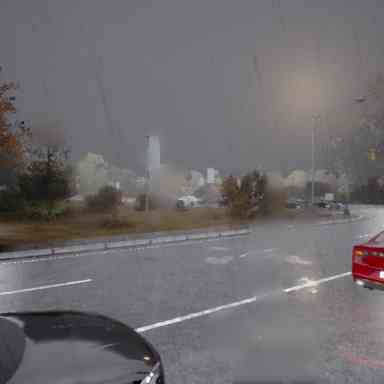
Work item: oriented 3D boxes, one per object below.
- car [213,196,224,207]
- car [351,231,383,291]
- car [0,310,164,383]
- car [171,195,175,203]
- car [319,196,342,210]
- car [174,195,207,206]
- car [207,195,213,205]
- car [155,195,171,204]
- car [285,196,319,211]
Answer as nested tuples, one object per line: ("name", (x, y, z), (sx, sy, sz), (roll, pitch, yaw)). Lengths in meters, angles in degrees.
("car", (5.399, 1.143, 44.285), (2.097, 1.767, 4.553), (-1, 0, -39))
("car", (5.776, 1.445, 7.856), (5.008, 1.535, 1.882), (0, 0, -35))
("car", (-2.448, 1.492, 1.982), (4.902, 1.511, 2.128), (0, 0, -36))
("car", (-3.828, 1.261, 61.479), (2.128, 1.511, 4.902), (-1, 0, -38))
("car", (14.713, 1.247, 38.268), (2.128, 1.511, 4.902), (-1, 0, -39))
("car", (-0.270, 1.321, 51.366), (1.812, 1.442, 4.674), (-1, 0, -38))
("car", (2.666, 1.256, 53.307), (2.128, 1.511, 4.902), (-1, 0, -39))
("car", (-6.303, 1.325, 58.973), (1.812, 1.442, 4.674), (-1, 0, -39))
("car", (11.099, 1.278, 37.168), (2.128, 1.511, 4.902), (-1, 0, -39))
